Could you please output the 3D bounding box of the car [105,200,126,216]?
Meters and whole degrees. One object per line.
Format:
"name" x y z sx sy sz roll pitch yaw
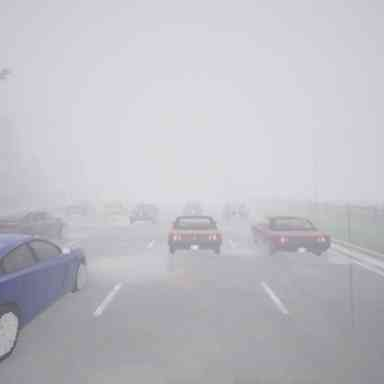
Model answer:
"car" -6.909 1.463 31.769 1.882 1.535 5.008 0 0 0

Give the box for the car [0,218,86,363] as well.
"car" -3.402 1.475 5.859 1.882 1.535 5.008 0 0 0

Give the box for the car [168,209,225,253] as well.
"car" 0.095 1.595 13.579 1.895 1.301 4.718 0 0 0

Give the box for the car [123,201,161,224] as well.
"car" -3.407 1.536 24.845 2.033 1.411 5.357 0 0 0

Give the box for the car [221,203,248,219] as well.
"car" 3.591 1.589 28.660 1.895 1.301 4.718 0 0 0

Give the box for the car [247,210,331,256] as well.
"car" 3.595 1.596 13.080 1.895 1.301 4.718 0 0 0

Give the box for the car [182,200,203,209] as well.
"car" 0.078 1.512 31.249 1.812 1.442 4.674 0 0 0

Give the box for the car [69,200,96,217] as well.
"car" -10.422 1.511 31.244 1.812 1.442 4.674 0 0 0

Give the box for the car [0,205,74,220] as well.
"car" -6.903 1.498 14.120 1.837 1.490 4.892 0 0 0
